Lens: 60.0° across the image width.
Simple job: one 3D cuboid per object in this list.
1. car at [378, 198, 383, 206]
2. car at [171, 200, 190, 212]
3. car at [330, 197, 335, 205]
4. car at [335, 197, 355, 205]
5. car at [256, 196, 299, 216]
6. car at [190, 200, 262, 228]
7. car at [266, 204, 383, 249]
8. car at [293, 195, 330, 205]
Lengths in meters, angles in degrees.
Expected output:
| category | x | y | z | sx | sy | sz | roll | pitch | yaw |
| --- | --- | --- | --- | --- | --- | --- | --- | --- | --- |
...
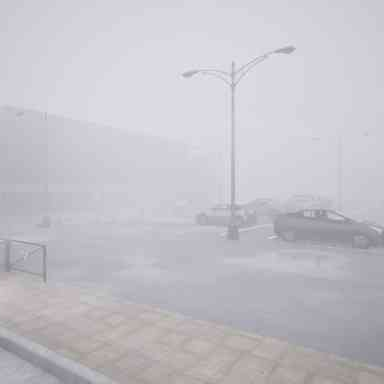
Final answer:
| category | x | y | z | sx | sy | sz | roll | pitch | yaw |
| --- | --- | --- | --- | --- | --- | --- | --- | --- | --- |
| car | 29.351 | 1.576 | 48.383 | 3.806 | 1.475 | 1.970 | 0 | 0 | 35 |
| car | -0.841 | 1.702 | 42.204 | 1.812 | 1.442 | 4.674 | 0 | 0 | 35 |
| car | 14.218 | 1.289 | 39.922 | 4.605 | 1.855 | 1.932 | 0 | 0 | 35 |
| car | 24.976 | 1.565 | 55.076 | 3.633 | 1.501 | 1.845 | 0 | 0 | 35 |
| car | 5.563 | 1.345 | 26.817 | 5.027 | 1.636 | 2.152 | 0 | 0 | 35 |
| car | 2.152 | 1.424 | 21.371 | 3.806 | 1.475 | 1.970 | 0 | 0 | 35 |
| car | 5.832 | 1.490 | 14.331 | 4.514 | 1.523 | 2.007 | 0 | 0 | 35 |
| car | 12.892 | 1.268 | 37.304 | 3.866 | 1.878 | 1.905 | 0 | 0 | 35 |
